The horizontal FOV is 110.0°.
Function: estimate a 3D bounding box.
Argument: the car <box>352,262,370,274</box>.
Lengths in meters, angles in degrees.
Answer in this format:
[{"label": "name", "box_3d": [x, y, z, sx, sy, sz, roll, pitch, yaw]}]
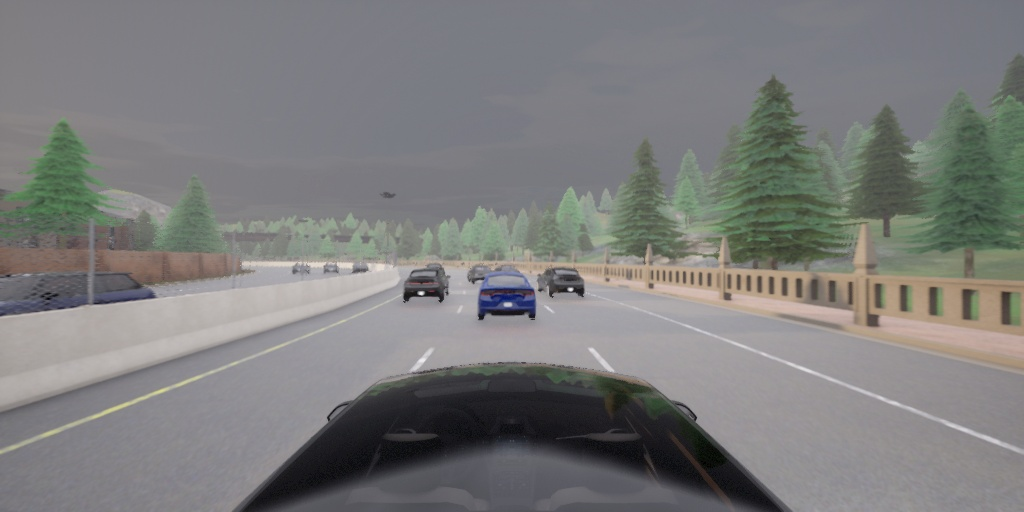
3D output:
[{"label": "car", "box_3d": [-20.392, 1.605, 48.352, 1.882, 1.535, 5.008, 0, 0, -26]}]

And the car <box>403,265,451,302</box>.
[{"label": "car", "box_3d": [-4.222, 1.387, 18.050, 1.837, 1.490, 4.892, 0, 0, -6]}]

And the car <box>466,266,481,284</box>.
[{"label": "car", "box_3d": [-2.681, 1.527, 30.076, 2.033, 1.411, 5.357, 0, 0, -13]}]

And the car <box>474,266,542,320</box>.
[{"label": "car", "box_3d": [-0.268, 1.321, 13.207, 1.882, 1.535, 5.008, 0, 0, -3]}]

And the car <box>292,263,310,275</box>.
[{"label": "car", "box_3d": [-27.359, 1.606, 46.633, 2.128, 1.511, 4.902, 0, -1, -27]}]

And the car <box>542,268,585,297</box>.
[{"label": "car", "box_3d": [2.597, 1.403, 19.976, 1.837, 1.490, 4.892, 0, 0, -6]}]

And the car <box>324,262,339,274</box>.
[{"label": "car", "box_3d": [-24.035, 1.613, 47.791, 2.128, 1.511, 4.902, 0, 0, -27]}]

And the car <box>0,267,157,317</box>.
[{"label": "car", "box_3d": [-10.755, 1.152, 7.961, 2.097, 1.767, 4.553, 0, 0, -2]}]
